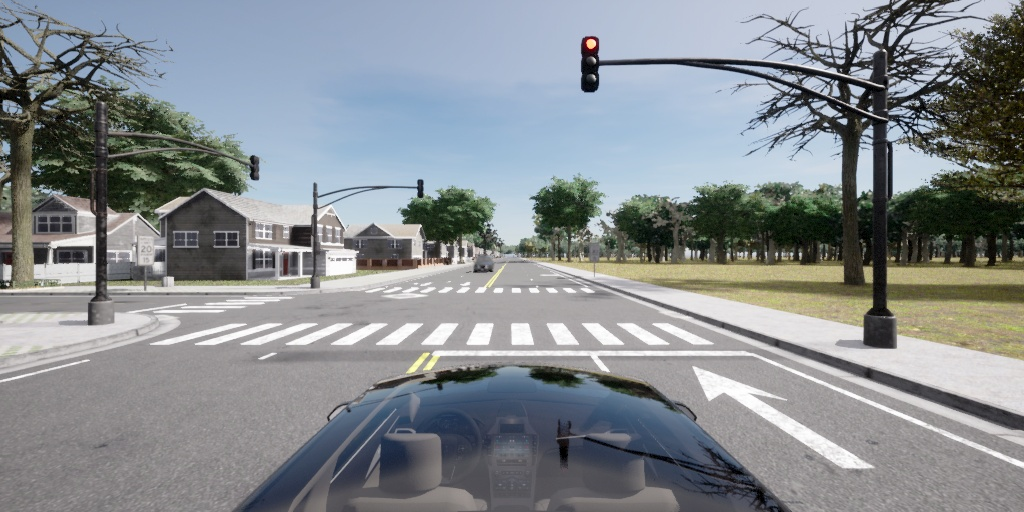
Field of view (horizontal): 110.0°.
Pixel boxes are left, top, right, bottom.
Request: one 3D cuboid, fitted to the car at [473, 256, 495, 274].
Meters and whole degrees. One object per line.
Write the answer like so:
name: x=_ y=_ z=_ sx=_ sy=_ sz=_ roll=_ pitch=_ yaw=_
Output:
car: x=-3.204 y=1.066 z=41.707 sx=2.150 sy=2.045 sz=5.566 roll=0 pitch=1 yaw=0
